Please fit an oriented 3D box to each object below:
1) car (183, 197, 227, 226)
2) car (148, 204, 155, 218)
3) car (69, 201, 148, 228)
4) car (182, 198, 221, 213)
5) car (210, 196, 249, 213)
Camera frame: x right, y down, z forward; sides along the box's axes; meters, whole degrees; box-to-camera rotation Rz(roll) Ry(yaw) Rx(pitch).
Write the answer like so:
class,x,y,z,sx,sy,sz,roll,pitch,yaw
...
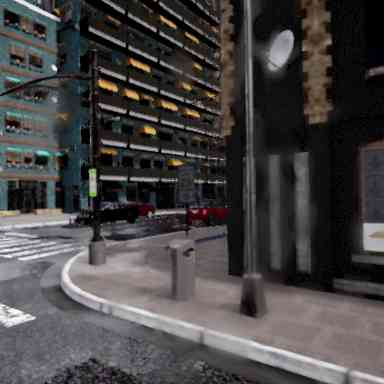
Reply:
class,x,y,z,sx,sy,sz,roll,pitch,yaw
car,1.285,1.206,20.972,1.967,1.590,4.097,-1,0,36
car,-4.932,1.468,27.010,1.887,1.381,4.507,-1,0,36
car,-5.571,1.400,21.573,2.128,1.511,4.902,-1,0,38
car,1.085,1.393,35.125,2.008,1.369,4.403,-1,0,36
car,4.009,1.259,34.749,1.882,1.535,5.008,-1,0,36
